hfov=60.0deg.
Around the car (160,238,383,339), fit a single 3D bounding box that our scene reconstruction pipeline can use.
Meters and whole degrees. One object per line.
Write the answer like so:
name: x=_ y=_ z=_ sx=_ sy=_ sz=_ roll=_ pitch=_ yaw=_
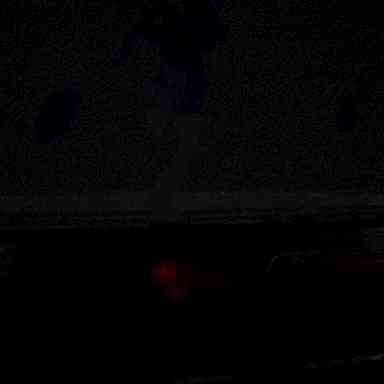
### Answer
car: x=1.865 y=1.548 z=6.156 sx=4.718 sy=1.301 sz=1.895 roll=0 pitch=0 yaw=-13
